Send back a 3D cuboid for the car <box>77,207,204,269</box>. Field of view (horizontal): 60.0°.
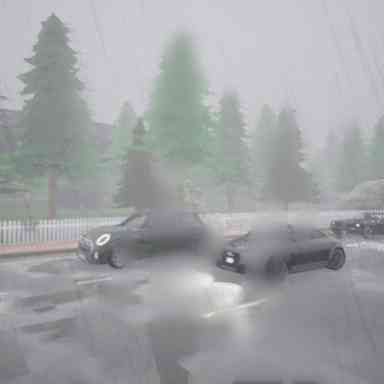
[{"bbox_3d":[-1.471,1.411,11.382,4.553,1.767,2.097,1,-1,-34],"label":"car"}]

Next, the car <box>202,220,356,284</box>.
[{"bbox_3d":[2.671,1.655,9.940,4.181,1.385,1.994,1,0,-33],"label":"car"}]

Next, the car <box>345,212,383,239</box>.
[{"bbox_3d":[10.005,1.825,18.802,4.718,1.301,1.895,1,0,-30],"label":"car"}]
